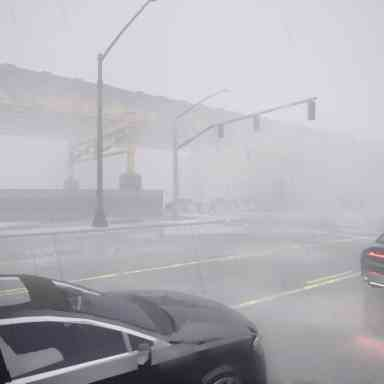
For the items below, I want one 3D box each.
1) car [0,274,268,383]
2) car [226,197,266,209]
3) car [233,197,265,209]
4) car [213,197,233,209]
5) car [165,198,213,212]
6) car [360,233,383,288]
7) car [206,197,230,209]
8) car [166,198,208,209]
[{"bbox_3d":[-1.469,1.491,2.707,4.902,1.511,2.128,0,0,-35],"label":"car"},{"bbox_3d":[7.175,1.453,44.489,4.974,1.542,2.038,0,0,-7],"label":"car"},{"bbox_3d":[7.123,1.295,44.482,4.536,1.218,1.853,0,0,-7],"label":"car"},{"bbox_3d":[3.256,1.453,40.738,2.038,1.542,4.974,0,0,18],"label":"car"},{"bbox_3d":[-0.495,1.453,38.061,4.974,1.542,2.038,0,0,8],"label":"car"},{"bbox_3d":[5.958,1.505,7.995,4.892,1.490,1.837,0,0,-35],"label":"car"},{"bbox_3d":[3.272,1.295,40.787,1.853,1.218,4.536,0,0,18],"label":"car"},{"bbox_3d":[-0.546,1.295,38.068,4.536,1.218,1.853,0,0,8],"label":"car"}]
